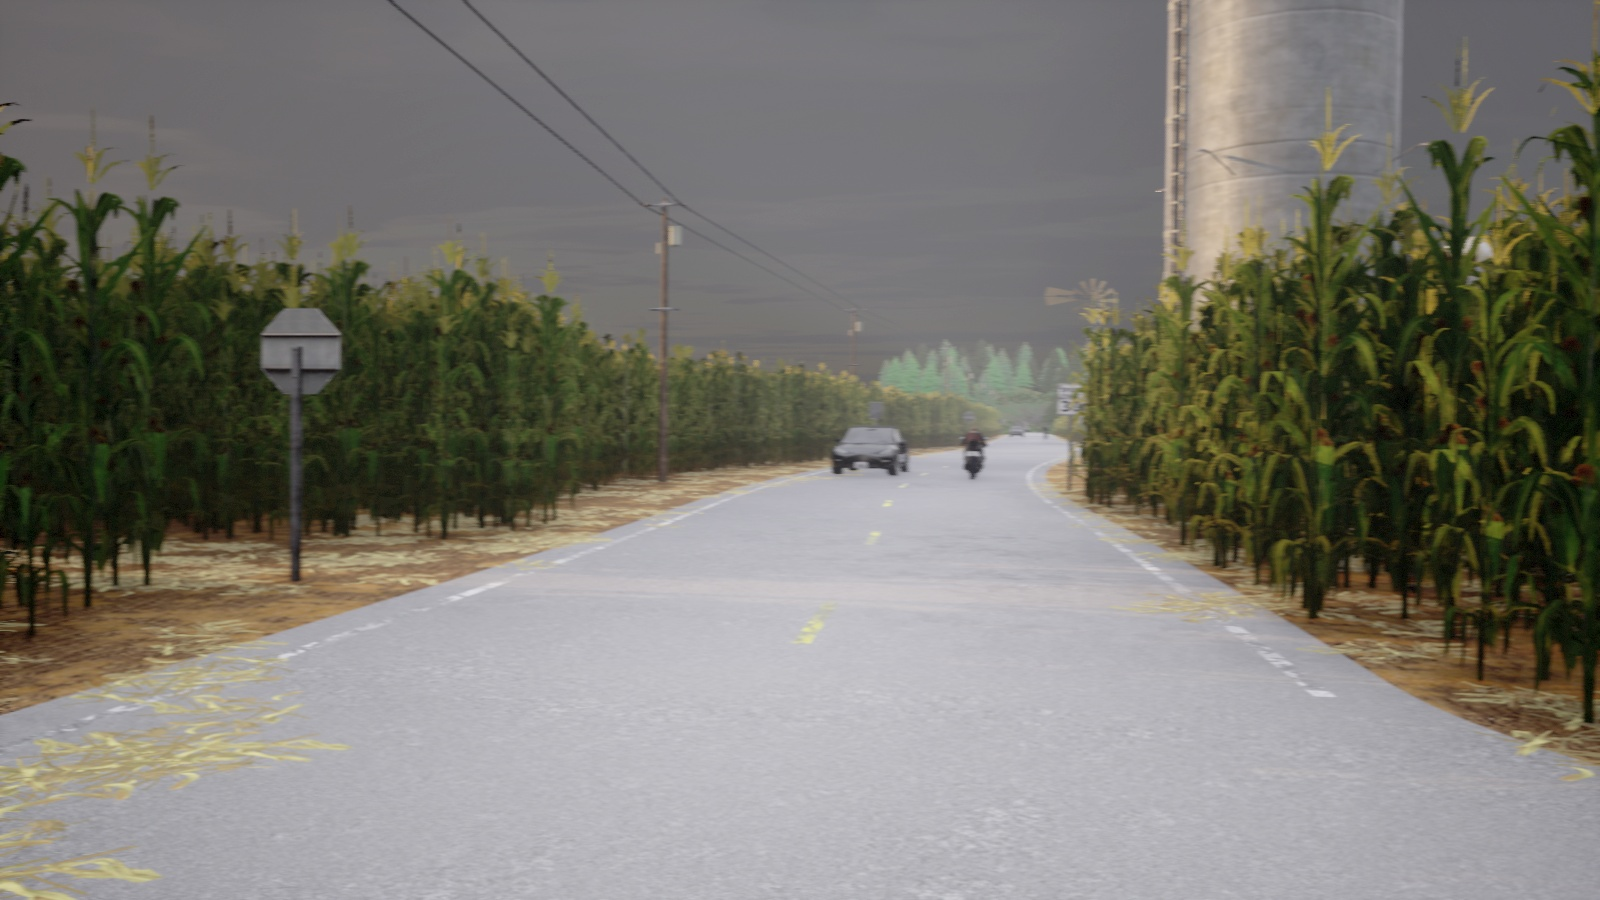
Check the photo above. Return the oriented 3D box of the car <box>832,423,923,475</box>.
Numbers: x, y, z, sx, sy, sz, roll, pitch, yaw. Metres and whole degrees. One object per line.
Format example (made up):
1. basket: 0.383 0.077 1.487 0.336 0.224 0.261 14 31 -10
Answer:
1. car: 2.486 -0.070 38.898 2.163 1.488 4.792 0 1 11

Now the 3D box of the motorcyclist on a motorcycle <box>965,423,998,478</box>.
1. motorcyclist on a motorcycle: 5.283 -0.006 36.481 0.866 1.530 2.191 0 1 10
